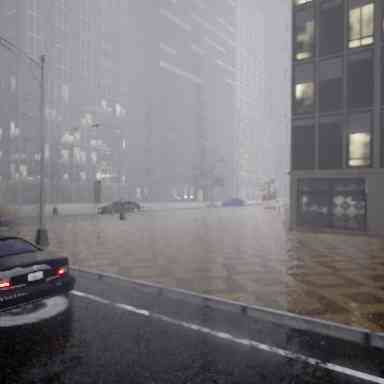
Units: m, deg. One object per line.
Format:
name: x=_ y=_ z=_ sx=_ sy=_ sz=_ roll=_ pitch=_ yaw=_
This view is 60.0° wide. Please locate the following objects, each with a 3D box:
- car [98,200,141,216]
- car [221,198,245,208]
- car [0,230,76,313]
car: x=-7.233 y=1.556 z=33.399 sx=1.837 sy=1.490 sz=4.892 roll=1 pitch=0 yaw=37
car: x=6.414 y=1.633 z=51.615 sx=1.882 sy=1.535 sz=5.008 roll=1 pitch=0 yaw=37
car: x=-4.905 y=1.533 z=7.217 sx=5.357 sy=1.411 sz=2.033 roll=0 pitch=0 yaw=32
